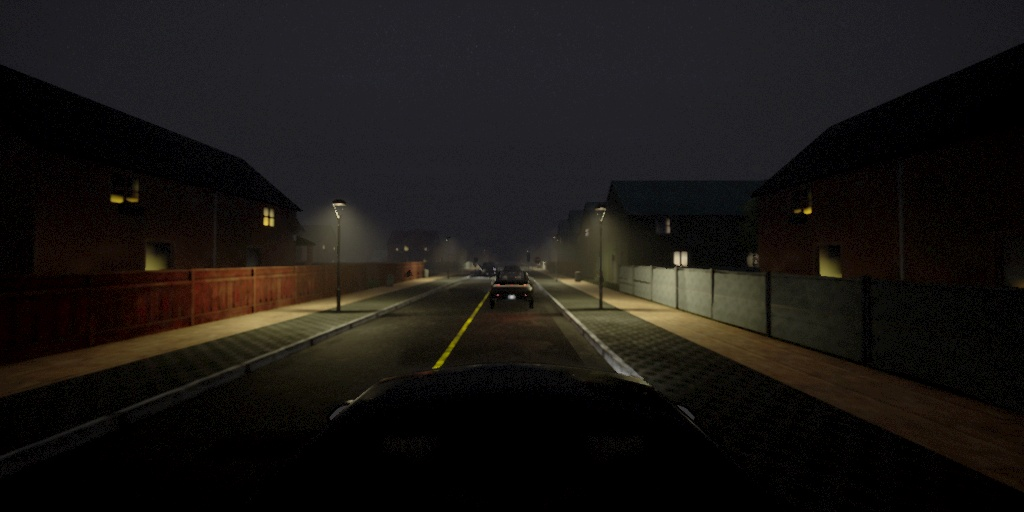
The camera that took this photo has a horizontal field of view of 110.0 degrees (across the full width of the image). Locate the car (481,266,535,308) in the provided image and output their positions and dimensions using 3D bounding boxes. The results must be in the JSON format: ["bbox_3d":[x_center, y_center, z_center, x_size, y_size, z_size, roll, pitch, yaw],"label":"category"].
[{"bbox_3d":[-0.001,1.378,16.151,2.128,1.511,4.902,0,0,0],"label":"car"}]

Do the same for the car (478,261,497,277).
[{"bbox_3d":[-2.764,1.483,42.529,2.097,1.767,4.553,0,0,0],"label":"car"}]
